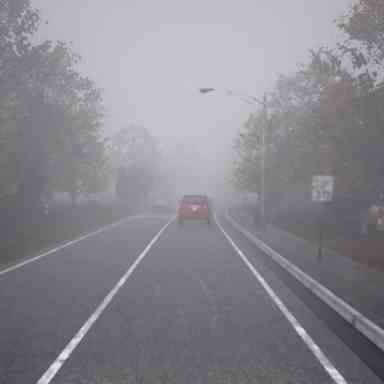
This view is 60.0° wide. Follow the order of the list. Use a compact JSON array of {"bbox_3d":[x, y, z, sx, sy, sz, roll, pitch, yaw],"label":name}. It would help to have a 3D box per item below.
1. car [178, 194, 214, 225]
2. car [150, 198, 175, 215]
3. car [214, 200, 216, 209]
[{"bbox_3d":[0.230,1.175,23.728,2.150,2.045,5.566,0,0,1],"label":"car"},{"bbox_3d":[-2.884,1.394,33.519,1.882,1.535,5.008,0,0,6],"label":"car"},{"bbox_3d":[1.928,1.434,42.261,2.128,1.511,4.902,1,0,9],"label":"car"}]
